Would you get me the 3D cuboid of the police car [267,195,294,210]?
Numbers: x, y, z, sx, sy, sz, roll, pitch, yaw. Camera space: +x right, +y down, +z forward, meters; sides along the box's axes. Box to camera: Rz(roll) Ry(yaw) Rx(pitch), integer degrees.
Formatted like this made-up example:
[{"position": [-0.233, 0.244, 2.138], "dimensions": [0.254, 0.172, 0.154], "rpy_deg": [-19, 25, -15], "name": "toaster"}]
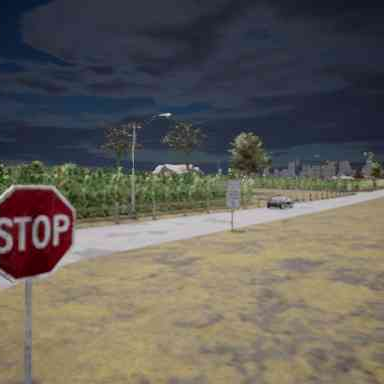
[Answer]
[{"position": [10.590, 1.162, 39.963], "dimensions": [1.930, 1.638, 5.238], "rpy_deg": [2, 2, 36], "name": "police car"}]
